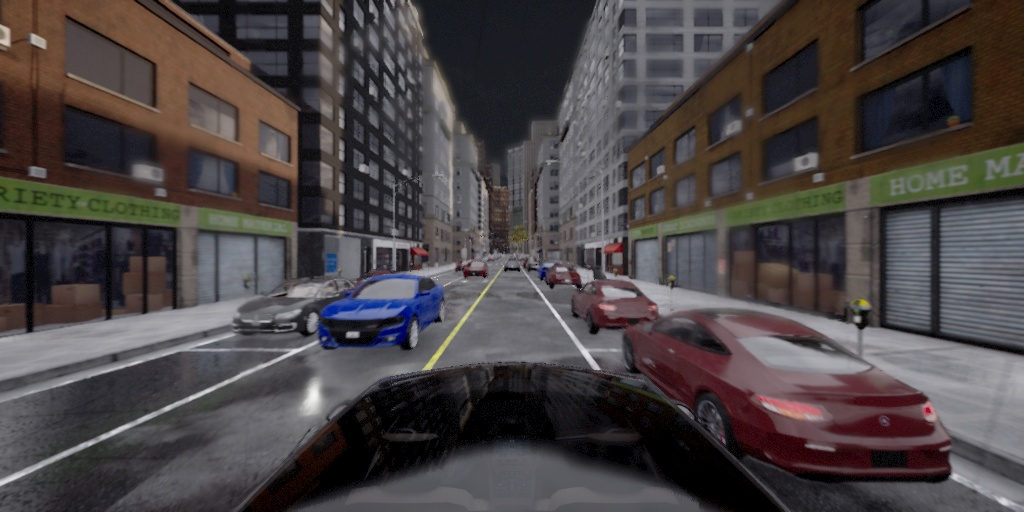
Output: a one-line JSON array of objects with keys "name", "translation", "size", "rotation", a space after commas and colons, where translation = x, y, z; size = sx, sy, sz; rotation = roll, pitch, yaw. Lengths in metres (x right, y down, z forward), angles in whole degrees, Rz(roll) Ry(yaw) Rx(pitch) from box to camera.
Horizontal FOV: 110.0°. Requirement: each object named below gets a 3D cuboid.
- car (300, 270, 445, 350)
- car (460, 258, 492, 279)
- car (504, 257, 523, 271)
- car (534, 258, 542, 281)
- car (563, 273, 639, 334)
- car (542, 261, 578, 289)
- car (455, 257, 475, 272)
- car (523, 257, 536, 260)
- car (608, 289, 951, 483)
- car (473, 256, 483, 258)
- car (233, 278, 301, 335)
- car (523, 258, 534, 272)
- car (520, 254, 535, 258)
[{"name": "car", "translation": [-3.005, 1.218, 9.274], "size": [1.882, 1.535, 5.008], "rotation": [0, 0, 0]}, {"name": "car", "translation": [-3.100, 1.160, 31.612], "size": [1.882, 1.535, 5.008], "rotation": [0, 0, 0]}, {"name": "car", "translation": [0.047, 1.203, 45.777], "size": [1.994, 1.385, 4.181], "rotation": [0, 0, 1]}, {"name": "car", "translation": [3.136, 1.166, 29.644], "size": [1.882, 1.535, 5.008], "rotation": [0, 0, 0]}, {"name": "car", "translation": [2.762, 1.320, 10.256], "size": [1.802, 1.307, 4.207], "rotation": [0, 0, 0]}, {"name": "car", "translation": [3.146, 1.232, 22.644], "size": [1.812, 1.442, 4.674], "rotation": [0, 0, 0]}, {"name": "car", "translation": [-5.768, 1.192, 43.576], "size": [1.888, 1.381, 4.507], "rotation": [0, 0, 0]}, {"name": "car", "translation": [2.757, 1.150, 49.292], "size": [1.751, 1.417, 4.829], "rotation": [0, 0, 0]}, {"name": "car", "translation": [2.762, 1.330, 4.700], "size": [1.802, 1.307, 4.207], "rotation": [0, 0, 0]}, {"name": "car", "translation": [-5.770, 0.886, 60.234], "size": [2.192, 1.841, 5.009], "rotation": [0, 0, 0]}, {"name": "car", "translation": [-5.763, 1.288, 10.259], "size": [2.007, 1.370, 4.403], "rotation": [0, 0, 0]}, {"name": "car", "translation": [2.758, 1.214, 43.570], "size": [1.948, 1.339, 4.313], "rotation": [0, 0, 0]}, {"name": "car", "translation": [2.756, 0.915, 54.676], "size": [2.192, 1.841, 5.009], "rotation": [0, 0, 0]}]
